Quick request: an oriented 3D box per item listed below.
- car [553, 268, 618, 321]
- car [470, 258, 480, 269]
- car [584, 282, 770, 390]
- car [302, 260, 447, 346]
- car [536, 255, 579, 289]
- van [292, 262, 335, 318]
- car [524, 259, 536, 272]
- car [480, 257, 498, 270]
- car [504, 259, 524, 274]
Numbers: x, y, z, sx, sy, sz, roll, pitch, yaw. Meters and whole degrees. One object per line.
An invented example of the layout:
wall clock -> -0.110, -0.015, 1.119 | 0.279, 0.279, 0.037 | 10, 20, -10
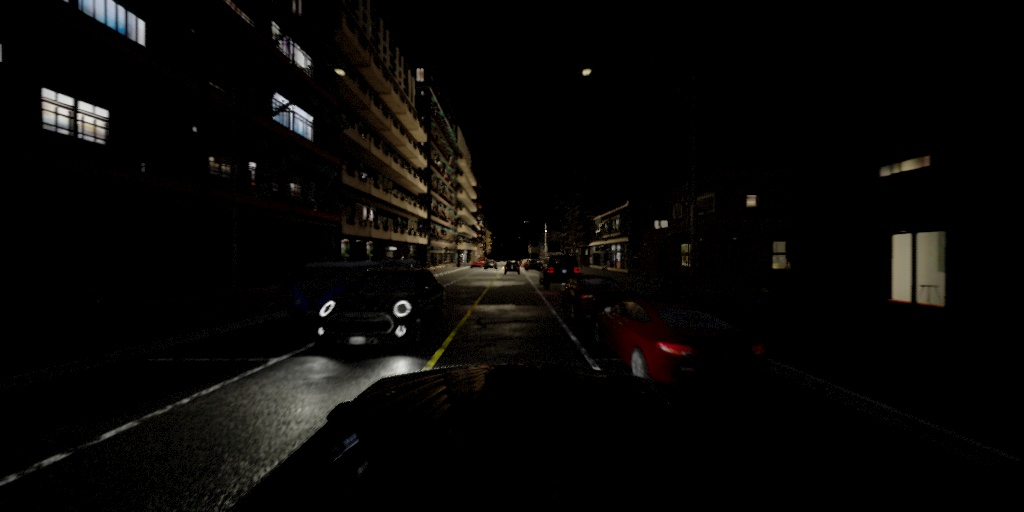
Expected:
car -> 2.688, 1.293, 12.229 | 1.888, 1.381, 4.507 | 0, 0, 0
car -> -5.702, 1.349, 57.803 | 1.802, 1.307, 4.207 | 0, 0, 0
car -> 2.689, 1.330, 6.532 | 1.802, 1.307, 4.207 | 0, 0, 0
car -> -3.101, 1.100, 9.430 | 2.097, 1.767, 4.553 | 0, 0, 0
car -> 2.996, 0.972, 23.267 | 2.150, 2.045, 5.566 | 0, 0, 0
van -> -5.693, 1.088, 12.230 | 1.690, 1.789, 3.998 | 0, 0, 0
car -> 2.681, 1.338, 46.408 | 1.802, 1.307, 4.207 | 0, 0, 0
car -> -3.068, 1.308, 52.253 | 2.033, 1.411, 5.357 | 0, 0, 1
car -> 0.027, 1.299, 40.296 | 2.033, 1.411, 5.357 | 0, 0, 1
